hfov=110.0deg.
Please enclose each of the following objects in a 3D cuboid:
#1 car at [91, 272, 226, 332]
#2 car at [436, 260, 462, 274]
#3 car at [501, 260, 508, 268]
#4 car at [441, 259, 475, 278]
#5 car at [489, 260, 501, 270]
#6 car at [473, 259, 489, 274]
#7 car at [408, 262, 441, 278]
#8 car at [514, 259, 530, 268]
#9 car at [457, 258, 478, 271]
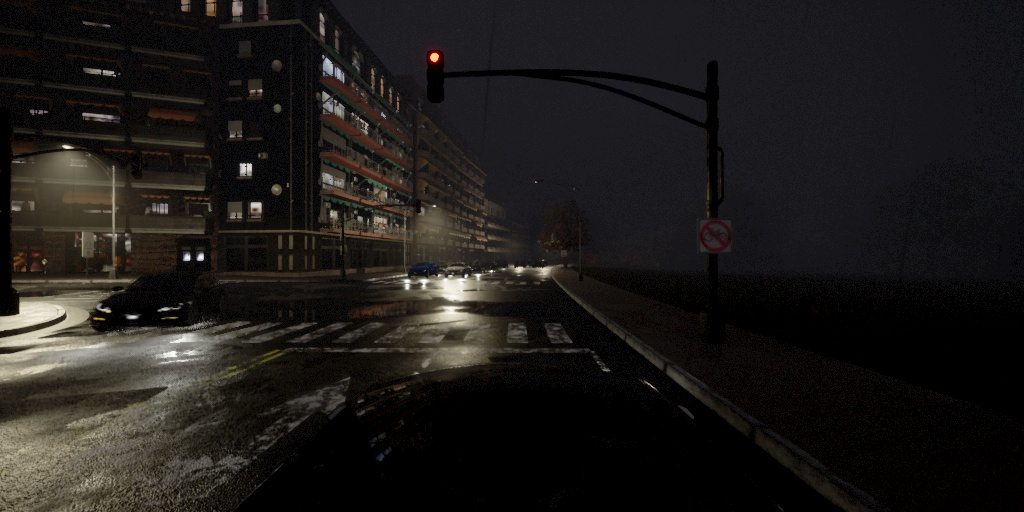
[{"bbox_3d":[-10.471,1.268,11.088,1.837,1.490,4.892,4,-2,-26],"label":"car"},{"bbox_3d":[-7.667,1.323,44.350,1.882,1.535,5.008,0,0,6],"label":"car"},{"bbox_3d":[-1.892,1.413,64.285,1.882,1.535,5.008,0,0,9],"label":"car"},{"bbox_3d":[-5.230,1.336,35.142,1.812,1.442,4.674,0,0,5],"label":"car"},{"bbox_3d":[-3.318,1.449,53.916,1.994,1.385,4.181,0,0,8],"label":"car"},{"bbox_3d":[-4.437,1.350,43.995,1.837,1.490,4.892,0,0,6],"label":"car"},{"bbox_3d":[-8.515,1.287,34.818,1.882,1.535,5.008,0,0,4],"label":"car"},{"bbox_3d":[1.528,1.489,64.987,2.033,1.411,5.357,0,0,9],"label":"car"},{"bbox_3d":[-6.580,1.236,54.024,2.097,1.767,4.553,0,0,7],"label":"car"}]
